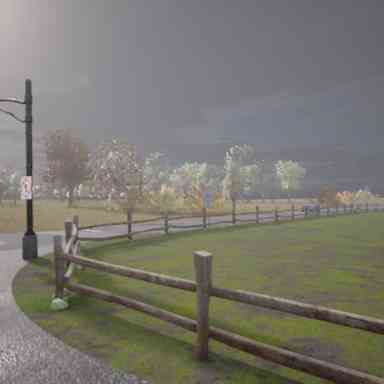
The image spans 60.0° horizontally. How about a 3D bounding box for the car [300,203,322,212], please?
[{"bbox_3d":[19.013,2.476,52.890,2.033,1.411,5.357,-1,-2,40],"label":"car"}]
